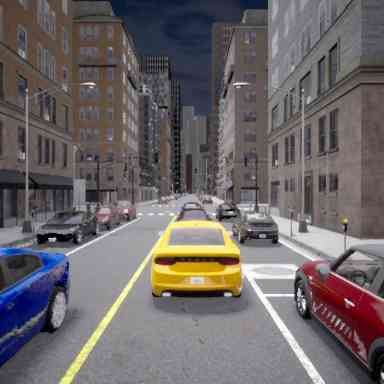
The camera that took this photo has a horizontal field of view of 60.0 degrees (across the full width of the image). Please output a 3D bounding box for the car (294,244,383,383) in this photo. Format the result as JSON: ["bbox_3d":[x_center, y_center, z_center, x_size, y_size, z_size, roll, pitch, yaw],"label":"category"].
[{"bbox_3d":[2.858,1.439,4.661,1.967,1.590,4.097,0,0,0],"label":"car"}]

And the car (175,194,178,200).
[{"bbox_3d":[-5.544,1.626,90.647,1.752,1.417,4.829,0,0,0],"label":"car"}]

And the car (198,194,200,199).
[{"bbox_3d":[2.945,1.607,74.575,2.008,1.369,4.403,0,0,0],"label":"car"}]

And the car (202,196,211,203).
[{"bbox_3d":[2.932,1.571,69.336,1.752,1.417,4.829,0,0,0],"label":"car"}]

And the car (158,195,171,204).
[{"bbox_3d":[-5.605,1.618,63.774,1.802,1.307,4.206,0,0,0],"label":"car"}]

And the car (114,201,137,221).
[{"bbox_3d":[-5.657,1.440,26.671,1.967,1.590,4.097,0,0,0],"label":"car"}]

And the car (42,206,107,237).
[{"bbox_3d":[-5.662,1.565,15.668,1.947,1.339,4.313,0,0,0],"label":"car"}]

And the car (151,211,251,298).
[{"bbox_3d":[0.098,1.477,8.591,1.882,1.535,5.008,0,0,0],"label":"car"}]

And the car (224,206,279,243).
[{"bbox_3d":[2.863,1.550,15.664,2.008,1.369,4.403,0,0,0],"label":"car"}]

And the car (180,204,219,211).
[{"bbox_3d":[0.115,1.563,17.585,1.994,1.385,4.181,0,0,0],"label":"car"}]

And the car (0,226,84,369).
[{"bbox_3d":[-3.097,1.477,3.963,1.882,1.535,5.008,0,0,0],"label":"car"}]

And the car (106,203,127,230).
[{"bbox_3d":[-5.660,1.581,21.170,1.802,1.307,4.206,0,0,0],"label":"car"}]

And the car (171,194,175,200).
[{"bbox_3d":[-5.580,1.607,74.591,2.008,1.369,4.403,0,0,0],"label":"car"}]

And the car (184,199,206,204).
[{"bbox_3d":[0.012,1.526,26.396,1.812,1.442,4.674,0,0,2],"label":"car"}]

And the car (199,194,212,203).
[{"bbox_3d":[2.919,1.476,63.757,1.967,1.590,4.097,0,0,0],"label":"car"}]

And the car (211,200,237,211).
[{"bbox_3d":[2.868,1.566,26.667,1.947,1.339,4.313,0,0,0],"label":"car"}]
